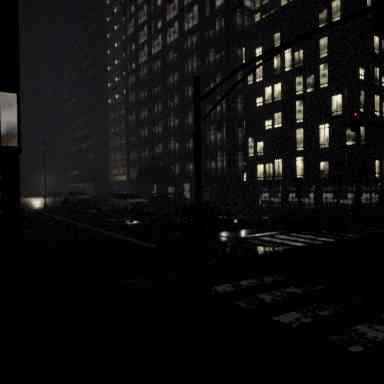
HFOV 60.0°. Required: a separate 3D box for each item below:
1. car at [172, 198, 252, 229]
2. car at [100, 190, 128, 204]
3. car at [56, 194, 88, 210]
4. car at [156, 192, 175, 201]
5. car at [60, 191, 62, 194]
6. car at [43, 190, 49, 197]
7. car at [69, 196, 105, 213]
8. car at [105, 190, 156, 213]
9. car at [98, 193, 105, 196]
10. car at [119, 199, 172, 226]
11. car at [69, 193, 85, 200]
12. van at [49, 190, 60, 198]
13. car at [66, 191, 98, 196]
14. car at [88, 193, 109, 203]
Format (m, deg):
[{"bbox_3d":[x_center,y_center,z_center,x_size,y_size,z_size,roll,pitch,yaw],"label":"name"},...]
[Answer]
[{"bbox_3d":[1.105,1.382,21.071,2.128,1.511,4.902,-1,1,-35],"label":"car"},{"bbox_3d":[-12.038,0.733,51.049,2.150,2.045,5.566,-1,1,-35],"label":"car"},{"bbox_3d":[-13.743,1.289,38.052,2.008,1.369,4.403,-1,1,-35],"label":"car"},{"bbox_3d":[-3.665,0.963,38.196,2.192,1.841,5.009,-1,1,-35],"label":"car"},{"bbox_3d":[-26.086,0.733,70.704,1.967,1.590,4.097,-1,1,-35],"label":"car"},{"bbox_3d":[-35.695,0.688,84.636,2.008,1.369,4.403,-1,1,-35],"label":"car"},{"bbox_3d":[-10.539,1.354,33.408,1.947,1.339,4.313,-1,1,-35],"label":"car"},{"bbox_3d":[-5.883,1.003,31.199,2.150,2.045,5.566,-1,1,-35],"label":"car"},{"bbox_3d":[-13.824,1.115,48.264,2.033,1.411,5.357,-1,1,-34],"label":"car"},{"bbox_3d":[-2.905,1.455,22.389,2.008,1.369,4.403,-1,1,-35],"label":"car"},{"bbox_3d":[-22.883,0.889,66.061,1.887,1.381,4.507,-1,1,-35],"label":"car"},{"bbox_3d":[-32.492,0.531,79.989,1.690,1.788,3.998,-1,1,-35],"label":"van"},{"bbox_3d":[-15.029,0.864,44.461,2.150,2.045,5.566,-1,1,-37],"label":"car"},{"bbox_3d":[-15.966,0.919,56.809,1.882,1.535,5.008,-1,1,-35],"label":"car"}]
